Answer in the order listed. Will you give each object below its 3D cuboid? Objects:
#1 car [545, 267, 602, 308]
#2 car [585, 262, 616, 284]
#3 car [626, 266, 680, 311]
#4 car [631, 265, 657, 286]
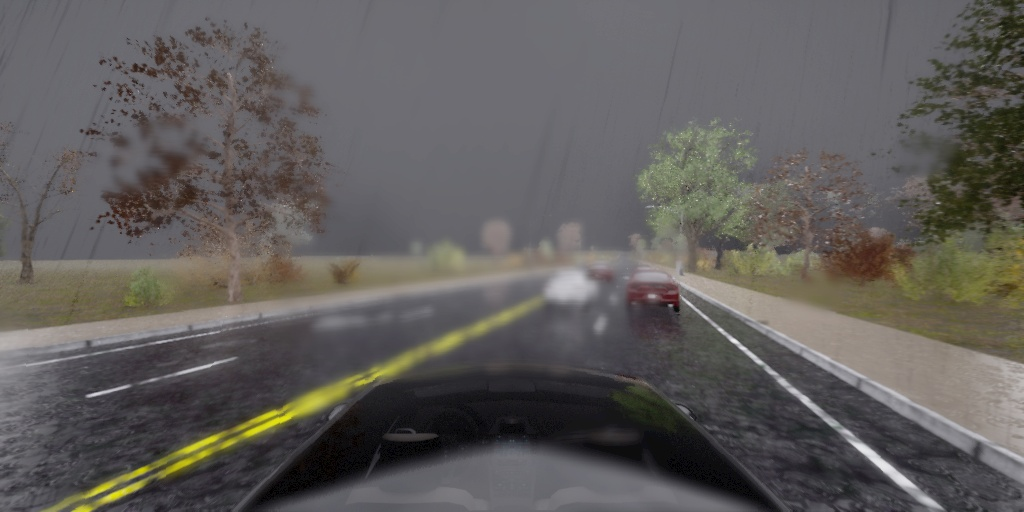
[{"bbox_3d":[2.752,1.400,16.016,1.812,1.442,4.674,0,0,19],"label":"car"},{"bbox_3d":[7.732,1.470,30.524,1.882,1.535,5.008,0,0,19],"label":"car"},{"bbox_3d":[5.946,1.343,15.302,1.882,1.535,5.008,0,0,19],"label":"car"},{"bbox_3d":[10.697,1.504,29.163,1.812,1.442,4.674,0,0,19],"label":"car"}]
